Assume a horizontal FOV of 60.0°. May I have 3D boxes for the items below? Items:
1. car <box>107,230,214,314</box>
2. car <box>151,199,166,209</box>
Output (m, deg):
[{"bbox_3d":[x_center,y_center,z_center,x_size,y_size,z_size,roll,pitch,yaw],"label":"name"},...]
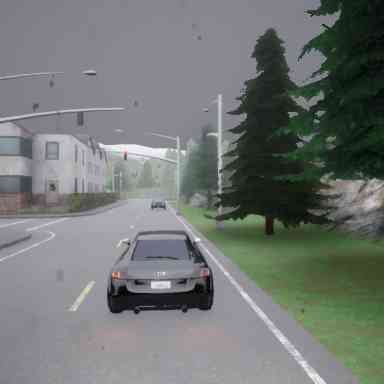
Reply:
[{"bbox_3d":[-0.693,1.564,7.711,1.994,1.385,4.181,0,0,-5],"label":"car"},{"bbox_3d":[-4.437,1.601,43.915,1.895,1.301,4.718,0,0,-6],"label":"car"}]
